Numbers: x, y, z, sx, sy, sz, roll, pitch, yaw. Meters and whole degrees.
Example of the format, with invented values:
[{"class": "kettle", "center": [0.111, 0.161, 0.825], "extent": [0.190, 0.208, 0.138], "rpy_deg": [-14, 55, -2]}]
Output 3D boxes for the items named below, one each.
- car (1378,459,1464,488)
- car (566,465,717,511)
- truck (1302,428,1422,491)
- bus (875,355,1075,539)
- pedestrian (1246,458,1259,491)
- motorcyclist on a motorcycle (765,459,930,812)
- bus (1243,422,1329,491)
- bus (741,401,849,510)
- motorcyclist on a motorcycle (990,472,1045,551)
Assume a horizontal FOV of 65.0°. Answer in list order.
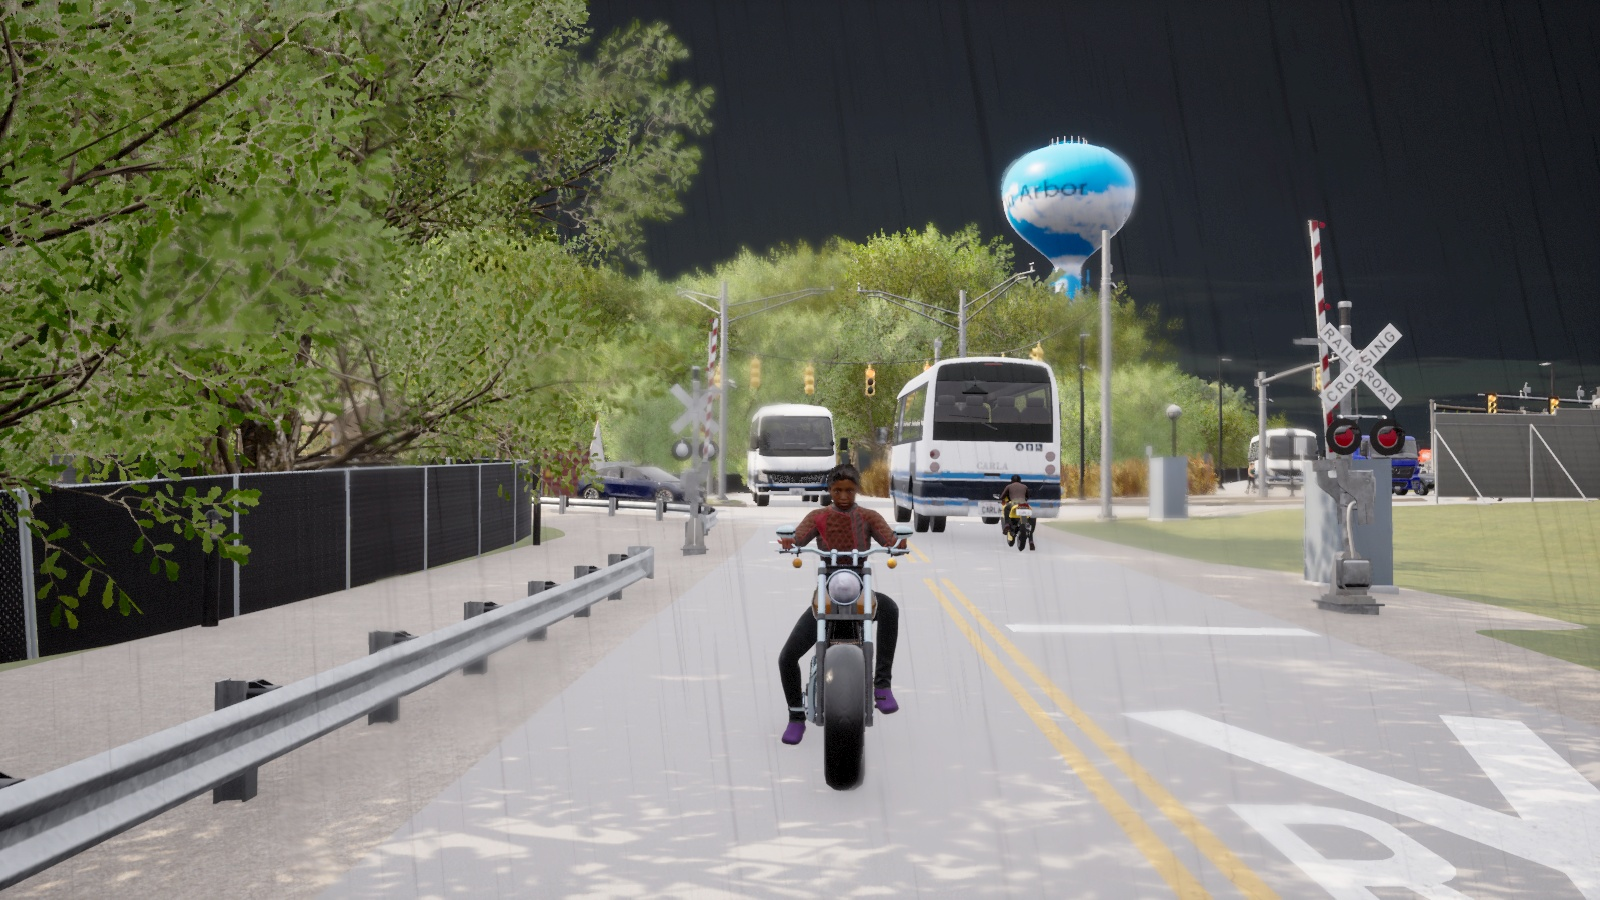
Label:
[{"class": "car", "center": [36.105, 1.366, 73.141], "extent": [2.152, 1.651, 5.027], "rpy_deg": [0, -1, -5]}, {"class": "car", "center": [-5.463, 1.299, 43.211], "extent": [4.792, 1.488, 2.163], "rpy_deg": [0, -1, 28]}, {"class": "truck", "center": [32.455, 0.593, 72.943], "extent": [2.891, 3.462, 7.936], "rpy_deg": [0, -1, -5]}, {"class": "bus", "center": [4.387, -0.010, 34.388], "extent": [3.944, 4.253, 10.273], "rpy_deg": [1, -1, 0]}, {"class": "pedestrian", "center": [25.969, 1.417, 72.095], "extent": [0.345, 1.836, 0.594], "rpy_deg": [1, -3, -20]}, {"class": "motorcyclist on a motorcycle", "center": [0.256, 0.884, 7.056], "extent": [0.766, 1.649, 2.350], "rpy_deg": [0, -1, 2]}, {"class": "bus", "center": [33.066, 0.568, 85.930], "extent": [3.944, 4.253, 10.273], "rpy_deg": [0, -3, 12]}, {"class": "bus", "center": [-0.420, 0.233, 54.479], "extent": [3.944, 4.253, 10.273], "rpy_deg": [0, 0, -4]}, {"class": "motorcyclist on a motorcycle", "center": [4.382, 1.217, 25.429], "extent": [0.797, 1.523, 2.044], "rpy_deg": [0, -1, 1]}]
